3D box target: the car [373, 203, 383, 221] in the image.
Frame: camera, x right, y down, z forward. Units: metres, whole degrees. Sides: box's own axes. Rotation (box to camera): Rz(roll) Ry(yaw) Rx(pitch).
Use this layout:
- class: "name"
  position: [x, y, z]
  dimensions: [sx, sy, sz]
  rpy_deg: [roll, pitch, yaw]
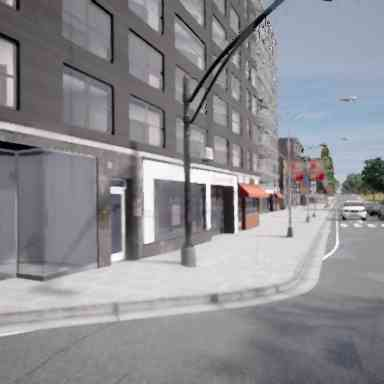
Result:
- class: "car"
  position: [20.063, 2.121, 33.795]
  dimensions: [2.128, 1.511, 4.902]
  rpy_deg: [-1, -2, 24]

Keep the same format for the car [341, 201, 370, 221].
- class: "car"
  position: [17.249, 1.931, 35.477]
  dimensions: [2.150, 2.045, 5.566]
  rpy_deg: [-1, -2, 24]

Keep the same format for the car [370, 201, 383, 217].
- class: "car"
  position: [23.838, 2.324, 42.453]
  dimensions: [1.882, 1.535, 5.008]
  rpy_deg: [-1, -2, 24]

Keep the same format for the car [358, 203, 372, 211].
- class: "car"
  position: [33.714, 2.976, 64.986]
  dimensions: [2.033, 1.411, 5.357]
  rpy_deg: [-1, -2, 24]

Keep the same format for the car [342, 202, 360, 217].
- class: "car"
  position: [21.111, 2.285, 44.328]
  dimensions: [2.097, 1.767, 4.553]
  rpy_deg: [-1, -2, 24]
